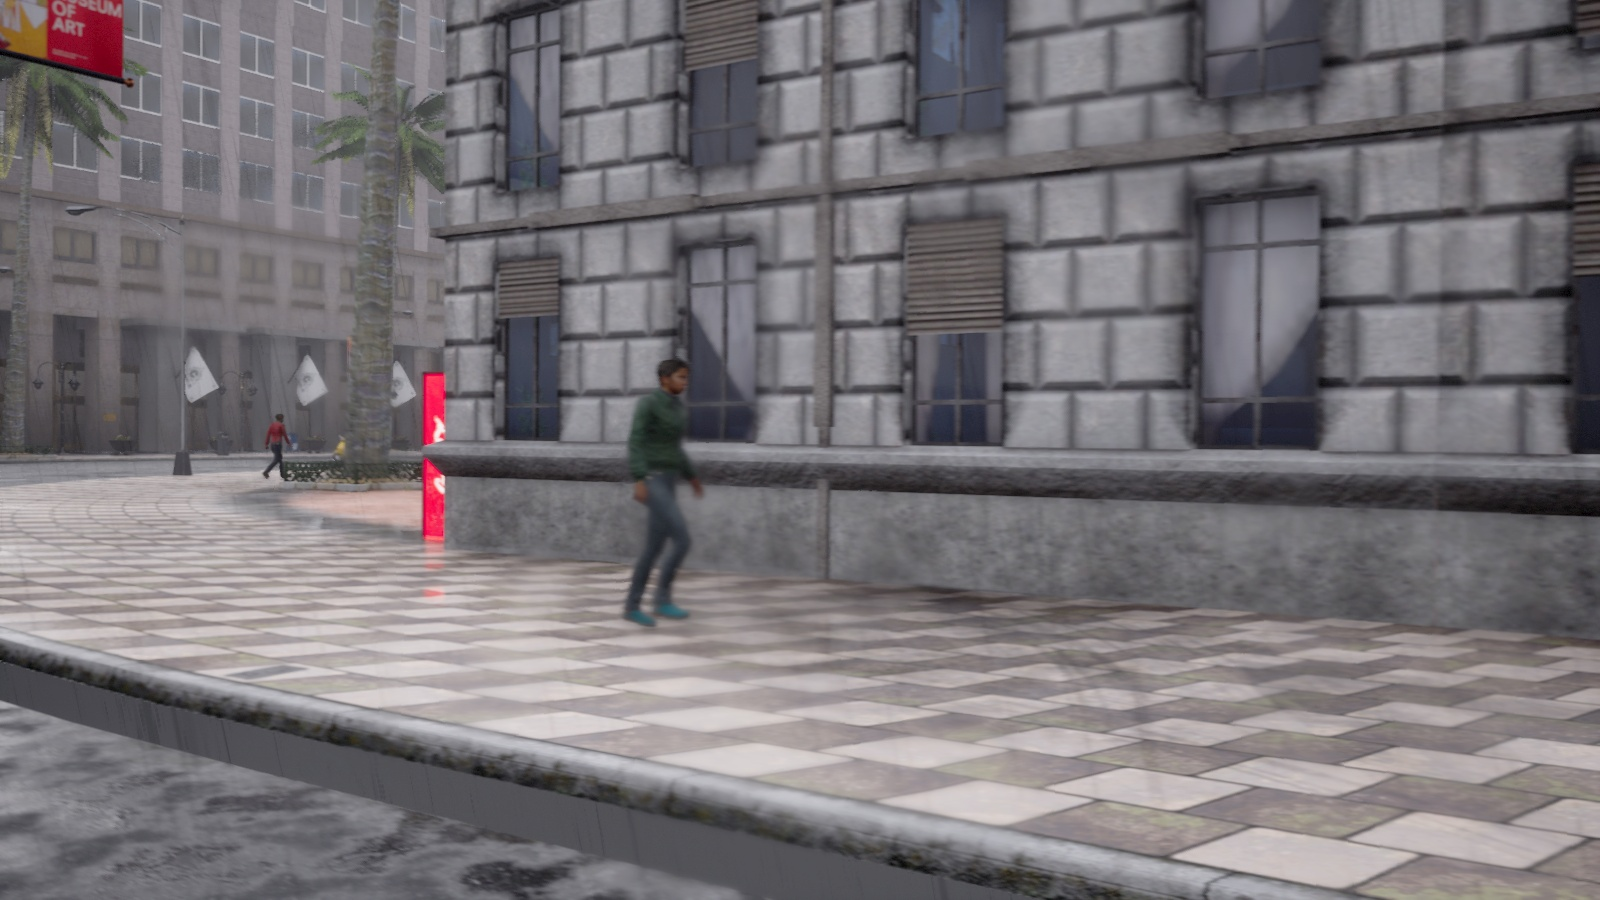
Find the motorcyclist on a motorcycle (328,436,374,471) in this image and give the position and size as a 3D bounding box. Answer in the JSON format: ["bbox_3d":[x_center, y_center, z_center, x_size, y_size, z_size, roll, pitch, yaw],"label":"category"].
[{"bbox_3d":[-20.604,0.160,57.681,0.866,1.590,1.817,0,1,33],"label":"motorcyclist on a motorcycle"}]

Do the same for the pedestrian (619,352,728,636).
[{"bbox_3d":[-0.848,0.288,8.439,0.614,1.847,0.353,0,1,22],"label":"pedestrian"}]

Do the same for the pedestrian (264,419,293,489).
[{"bbox_3d":[-13.927,0.103,33.557,0.331,1.846,0.636,0,1,24],"label":"pedestrian"}]
